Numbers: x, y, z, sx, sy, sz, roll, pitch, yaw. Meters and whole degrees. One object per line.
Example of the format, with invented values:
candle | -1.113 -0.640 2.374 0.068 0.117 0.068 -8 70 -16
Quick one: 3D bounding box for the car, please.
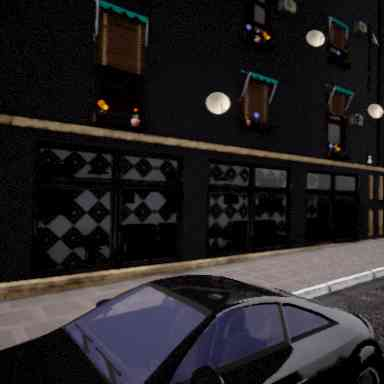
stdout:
car | -0.080 1.560 3.007 4.181 1.385 1.994 0 0 -35
